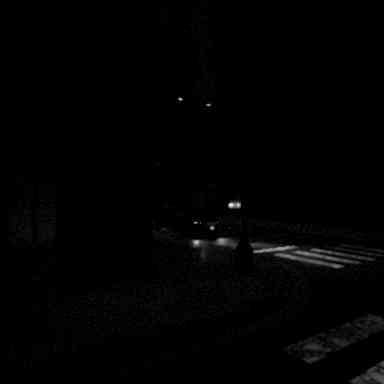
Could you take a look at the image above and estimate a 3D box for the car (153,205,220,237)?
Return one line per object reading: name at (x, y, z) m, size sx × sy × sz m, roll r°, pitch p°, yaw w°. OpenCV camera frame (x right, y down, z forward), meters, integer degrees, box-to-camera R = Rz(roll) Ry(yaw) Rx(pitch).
car at (-0.473, 1.487, 18.210) m, size 2.128 × 1.511 × 4.902 m, roll 1°, pitch 0°, yaw -37°
